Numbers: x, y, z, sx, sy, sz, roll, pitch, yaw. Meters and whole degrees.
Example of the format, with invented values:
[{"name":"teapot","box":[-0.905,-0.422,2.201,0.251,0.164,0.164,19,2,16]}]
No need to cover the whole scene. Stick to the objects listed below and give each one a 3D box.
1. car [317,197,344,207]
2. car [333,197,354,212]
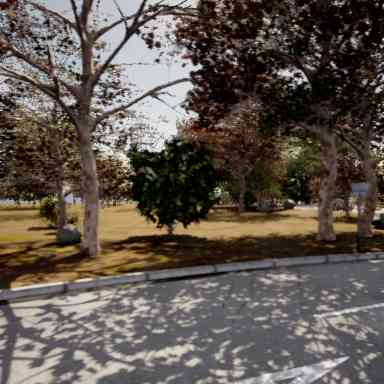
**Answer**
[{"name":"car","box":[23.448,1.707,56.245,4.902,1.511,2.128,1,-1,-38]},{"name":"car","box":[16.965,1.384,39.329,2.097,1.767,4.553,0,0,-12]}]
